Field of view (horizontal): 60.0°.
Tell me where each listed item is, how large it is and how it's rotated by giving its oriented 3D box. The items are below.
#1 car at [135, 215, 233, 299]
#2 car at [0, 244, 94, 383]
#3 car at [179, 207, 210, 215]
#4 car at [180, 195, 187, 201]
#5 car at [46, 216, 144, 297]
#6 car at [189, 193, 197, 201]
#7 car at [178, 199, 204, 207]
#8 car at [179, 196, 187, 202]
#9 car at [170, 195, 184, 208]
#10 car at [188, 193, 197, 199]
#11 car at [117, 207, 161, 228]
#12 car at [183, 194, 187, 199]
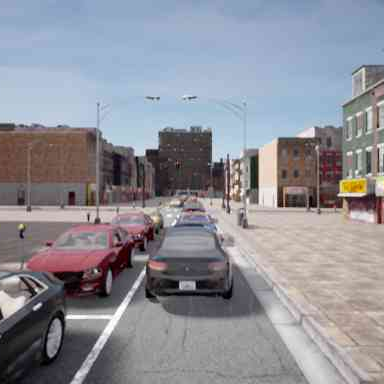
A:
[{"bbox_3d":[-0.035,1.538,8.344,1.812,1.442,4.674,0,0,1],"label":"car"},{"bbox_3d":[-2.626,1.555,3.142,2.008,1.369,4.403,0,0,0],"label":"car"},{"bbox_3d":[0.134,1.627,15.863,1.895,1.301,4.718,0,0,0],"label":"car"},{"bbox_3d":[-2.395,1.767,95.134,1.967,1.590,4.097,0,0,0],"label":"car"},{"bbox_3d":[-2.612,1.557,8.635,1.887,1.381,4.507,0,0,0],"label":"car"},{"bbox_3d":[0.232,1.371,92.108,2.150,2.045,5.566,0,0,0],"label":"car"},{"bbox_3d":[0.177,1.556,26.164,1.837,1.490,4.892,0,0,2],"label":"car"},{"bbox_3d":[-2.409,1.847,89.689,1.887,1.381,4.507,0,0,0],"label":"car"},{"bbox_3d":[-2.505,1.657,51.411,1.752,1.417,4.829,0,0,0],"label":"car"},{"bbox_3d":[0.207,1.613,82.044,2.097,1.767,4.553,0,0,0],"label":"car"},{"bbox_3d":[-2.599,1.567,14.130,1.887,1.381,4.507,0,0,0],"label":"car"},{"bbox_3d":[-2.490,1.468,57.025,2.192,1.841,5.009,0,0,0],"label":"car"}]
